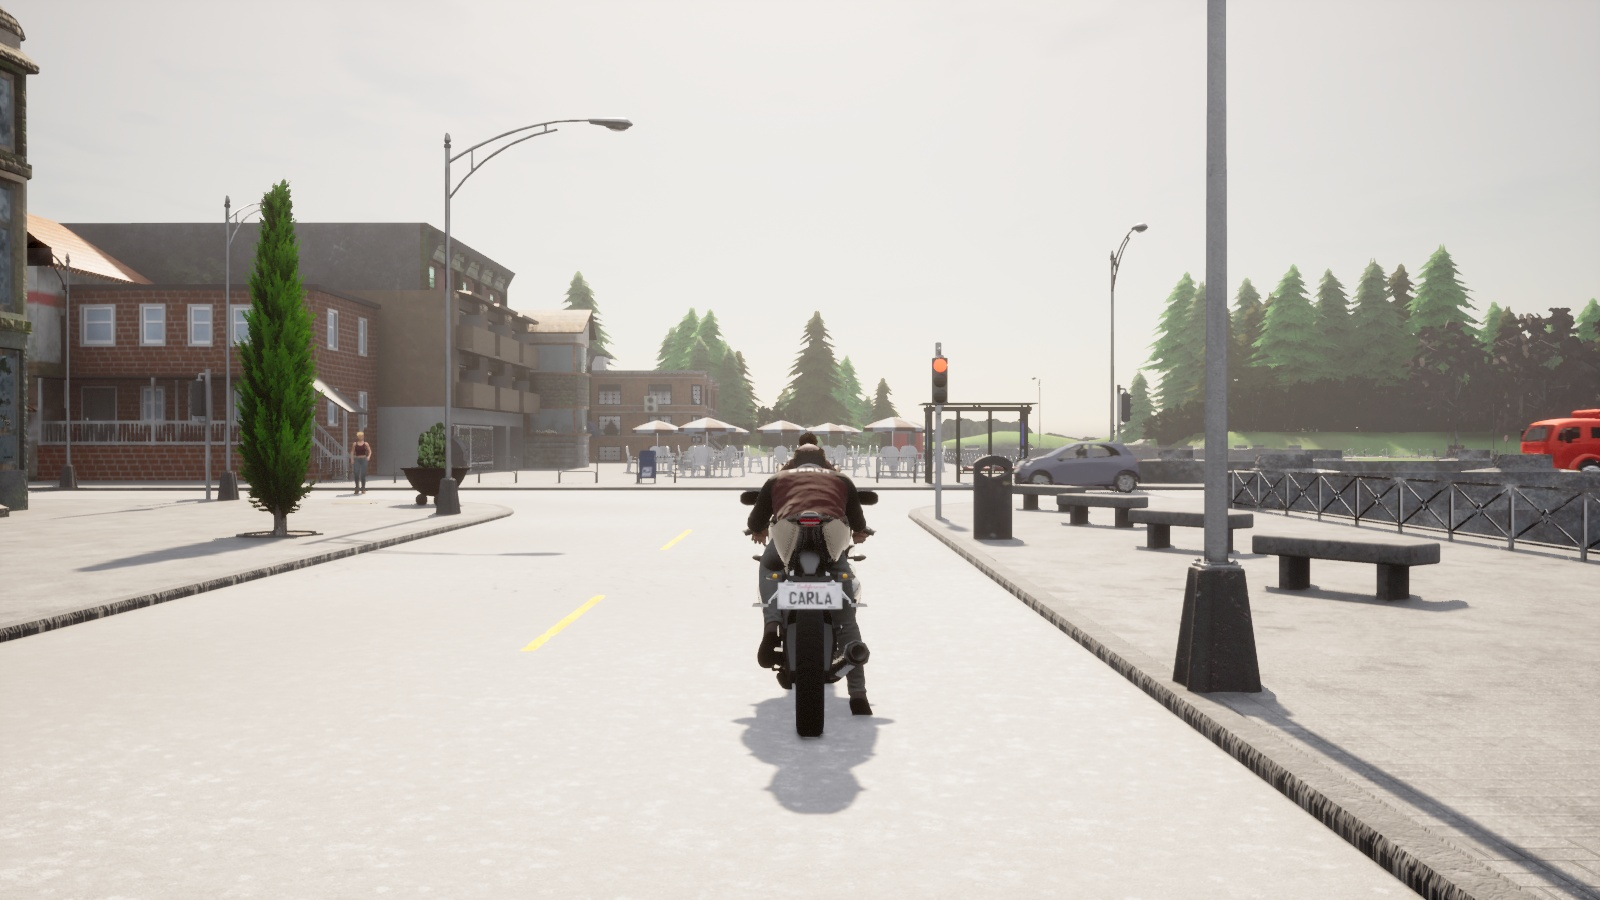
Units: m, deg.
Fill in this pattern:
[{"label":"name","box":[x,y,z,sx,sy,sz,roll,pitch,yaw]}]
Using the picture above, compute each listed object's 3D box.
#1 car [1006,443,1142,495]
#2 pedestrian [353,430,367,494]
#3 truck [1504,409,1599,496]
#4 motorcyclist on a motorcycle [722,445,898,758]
[{"label":"car","box":[8.065,0.557,37.236,3.633,1.501,1.845,0,0,0]},{"label":"pedestrian","box":[-12.654,0.335,36.132,0.345,1.836,0.594,0,0,-15]},{"label":"truck","box":[24.165,0.069,37.161,5.204,2.467,2.627,0,0,0]},{"label":"motorcyclist on a motorcycle","box":[0.054,0.740,7.268,0.866,1.530,2.191,0,0,0]}]
